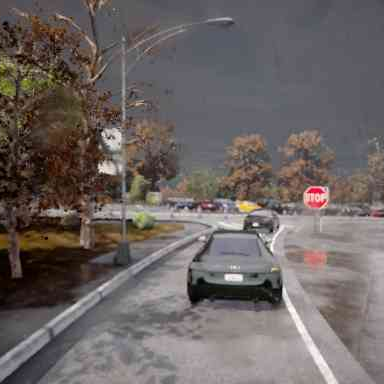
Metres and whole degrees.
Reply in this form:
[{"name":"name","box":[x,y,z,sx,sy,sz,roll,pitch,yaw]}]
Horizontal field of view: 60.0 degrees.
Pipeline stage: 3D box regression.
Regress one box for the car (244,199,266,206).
[{"name":"car","box":[6.504,1.854,40.820,2.097,1.535,5.008,4,-1,-19]}]

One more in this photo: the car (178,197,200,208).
[{"name":"car","box":[-0.549,1.679,52.237,2.002,1.452,4.674,4,-1,-19]}]

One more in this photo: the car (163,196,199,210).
[{"name":"car","box":[-1.371,1.332,38.095,2.163,1.488,4.792,4,-1,-19]}]

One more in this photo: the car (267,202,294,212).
[{"name":"car","box":[15.264,2.570,57.650,2.097,1.535,5.008,3,-1,-19]}]

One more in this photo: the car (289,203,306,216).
[{"name":"car","box":[11.777,2.186,42.626,2.231,1.521,4.892,3,-1,-19]}]

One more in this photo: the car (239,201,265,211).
[{"name":"car","box":[9.996,2.332,55.819,2.163,1.488,4.792,3,-1,-19]}]

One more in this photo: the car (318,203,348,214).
[{"name":"car","box":[25.864,2.998,61.094,1.946,1.575,5.366,2,-1,-19]}]

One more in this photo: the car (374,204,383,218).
[{"name":"car","box":[24.933,2.862,47.174,2.163,1.488,4.792,2,-1,-19]}]

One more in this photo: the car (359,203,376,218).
[{"name":"car","box":[22.317,2.751,46.216,2.163,1.488,4.792,2,-1,-19]}]

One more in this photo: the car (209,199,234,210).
[{"name":"car","box":[4.780,1.994,54.258,1.946,1.575,5.366,4,-1,-19]}]

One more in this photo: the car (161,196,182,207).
[{"name":"car","box":[-3.178,1.493,51.336,2.002,1.452,4.674,4,-1,-19]}]

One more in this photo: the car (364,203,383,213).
[{"name":"car","box":[36.350,3.171,64.917,2.185,1.767,4.553,1,0,-19]}]

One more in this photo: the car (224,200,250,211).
[{"name":"car","box":[7.420,2.155,55.163,1.946,1.575,5.366,4,-1,-19]}]

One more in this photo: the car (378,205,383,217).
[{"name":"car","box":[30.201,2.904,48.982,2.185,1.767,4.553,2,0,-19]}]

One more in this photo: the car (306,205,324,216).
[{"name":"car","box":[14.407,2.365,43.504,2.163,1.488,4.792,3,-1,-19]}]

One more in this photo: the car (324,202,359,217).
[{"name":"car","box":[19.689,2.476,45.312,2.185,1.767,4.553,3,-1,-19]}]

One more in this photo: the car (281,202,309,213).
[{"name":"car","box":[18.021,2.697,58.595,2.231,1.521,4.892,3,-1,-19]}]

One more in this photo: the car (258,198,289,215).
[{"name":"car","box":[9.145,1.773,41.761,2.435,2.045,5.566,4,-1,-19]}]

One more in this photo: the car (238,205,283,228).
[{"name":"car","box":[4.647,1.807,21.977,1.812,1.442,4.674,0,-1,21]}]

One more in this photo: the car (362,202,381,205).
[{"name":"car","box":[27.573,2.811,48.081,2.185,1.767,4.553,2,-1,-19]}]

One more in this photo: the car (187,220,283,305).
[{"name":"car","box":[1.085,1.635,8.379,1.994,1.385,4.181,0,-1,8]}]

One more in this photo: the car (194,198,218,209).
[{"name":"car","box":[2.192,1.857,53.205,2.163,1.488,4.792,4,-1,-19]}]

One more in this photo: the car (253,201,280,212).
[{"name":"car","box":[12.627,2.440,56.746,2.097,1.535,5.008,3,-1,-19]}]

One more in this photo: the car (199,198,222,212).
[{"name":"car","box":[1.238,1.518,39.051,2.163,1.488,4.792,4,-1,-19]}]

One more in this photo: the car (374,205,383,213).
[{"name":"car","box":[38.994,3.350,65.784,2.097,1.535,5.008,1,0,-19]}]

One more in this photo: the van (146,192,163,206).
[{"name":"van","box":[-5.642,1.050,50.354,1.878,1.987,4.442,4,0,-19]}]

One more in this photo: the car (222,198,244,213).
[{"name":"car","box":[3.876,1.550,39.957,2.185,1.767,4.553,4,-1,-19]}]

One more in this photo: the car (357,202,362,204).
[{"name":"car","box":[28.440,3.087,62.178,2.097,1.535,5.008,2,0,-19]}]
